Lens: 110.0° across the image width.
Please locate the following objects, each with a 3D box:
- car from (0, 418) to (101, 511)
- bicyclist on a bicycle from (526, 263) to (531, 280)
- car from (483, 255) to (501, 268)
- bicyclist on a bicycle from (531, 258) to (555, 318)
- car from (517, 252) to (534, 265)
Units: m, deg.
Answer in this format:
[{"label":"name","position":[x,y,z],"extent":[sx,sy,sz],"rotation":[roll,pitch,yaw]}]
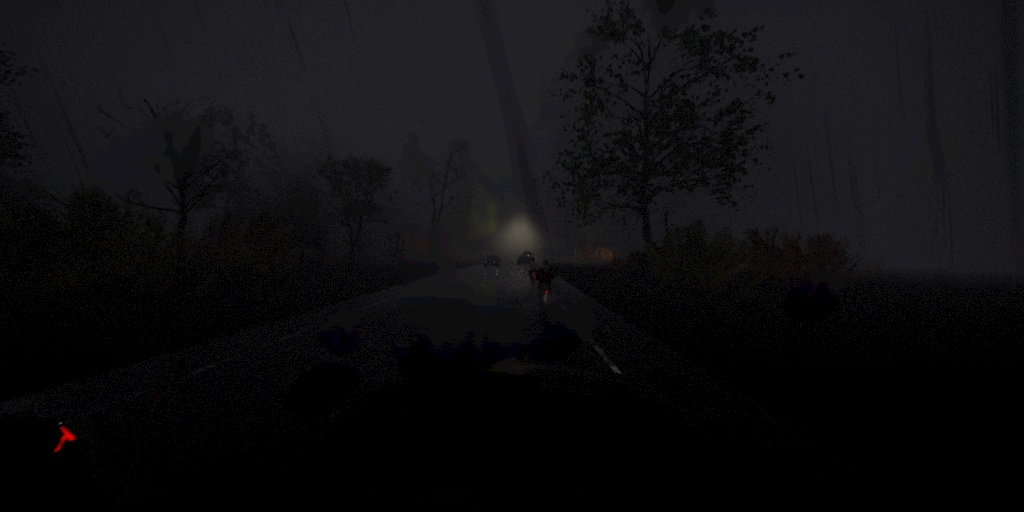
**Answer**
[{"label":"car","position":[-3.580,1.332,0.441],"extent":[1.994,1.385,4.181],"rotation":[0,1,0]},{"label":"bicyclist on a bicycle","position":[1.242,0.898,20.787],"extent":[0.866,1.612,1.509],"rotation":[0,1,1]},{"label":"car","position":[-2.385,0.653,43.929],"extent":[1.837,1.490,4.892],"rotation":[0,0,3]},{"label":"bicyclist on a bicycle","position":[1.042,0.972,11.238],"extent":[0.659,1.776,1.843],"rotation":[0,1,1]},{"label":"car","position":[1.847,0.532,53.304],"extent":[2.128,1.511,4.902],"rotation":[0,1,4]}]
